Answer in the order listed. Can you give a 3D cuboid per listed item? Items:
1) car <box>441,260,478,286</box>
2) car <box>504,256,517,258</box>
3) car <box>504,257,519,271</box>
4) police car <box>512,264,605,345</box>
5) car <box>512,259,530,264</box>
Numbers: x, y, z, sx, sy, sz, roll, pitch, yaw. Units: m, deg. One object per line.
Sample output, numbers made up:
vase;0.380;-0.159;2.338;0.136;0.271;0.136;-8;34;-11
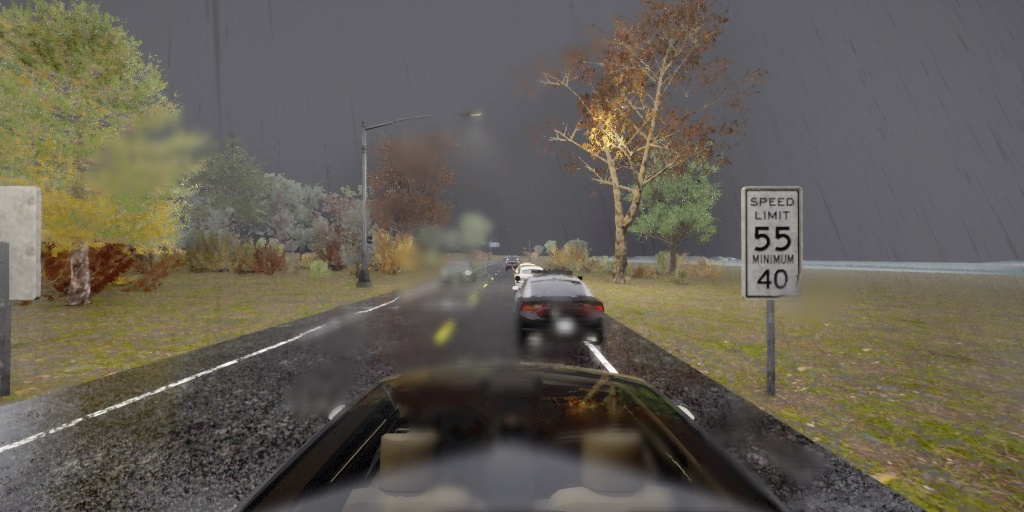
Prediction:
car;-3.583;1.100;25.206;2.097;1.767;4.553;0;0;0
car;0.096;0.957;61.981;2.150;2.045;5.566;0;0;0
car;0.096;1.247;48.799;1.837;1.490;4.892;0;0;1
police car;1.048;1.175;9.646;1.930;1.638;5.238;0;0;0
car;1.068;1.204;25.720;1.801;1.575;5.366;0;0;0
